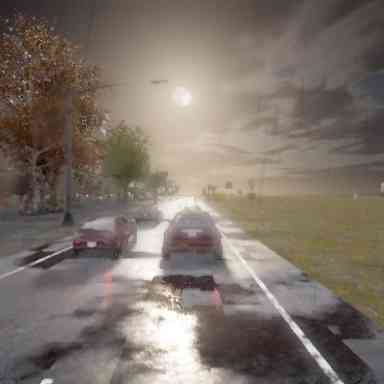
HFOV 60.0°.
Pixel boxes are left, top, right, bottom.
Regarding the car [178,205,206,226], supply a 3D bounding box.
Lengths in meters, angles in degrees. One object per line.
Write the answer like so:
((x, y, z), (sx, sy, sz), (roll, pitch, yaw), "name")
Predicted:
((0.016, 1.839, 27.528), (2.033, 1.411, 5.357), (0, -1, 0), "car")

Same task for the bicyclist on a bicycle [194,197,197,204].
((0.980, 2.346, 92.366), (0.659, 1.776, 1.843), (0, 0, 0), "bicyclist on a bicycle")

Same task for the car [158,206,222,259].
((0.027, 1.494, 13.419), (2.097, 1.767, 4.553), (0, -1, 1), "car")

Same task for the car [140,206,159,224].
((-3.484, 1.839, 27.527), (2.033, 1.411, 5.357), (0, -1, 0), "car")

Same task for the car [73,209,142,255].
((-3.469, 1.673, 13.882), (1.812, 1.442, 4.674), (0, 0, 1), "car")
